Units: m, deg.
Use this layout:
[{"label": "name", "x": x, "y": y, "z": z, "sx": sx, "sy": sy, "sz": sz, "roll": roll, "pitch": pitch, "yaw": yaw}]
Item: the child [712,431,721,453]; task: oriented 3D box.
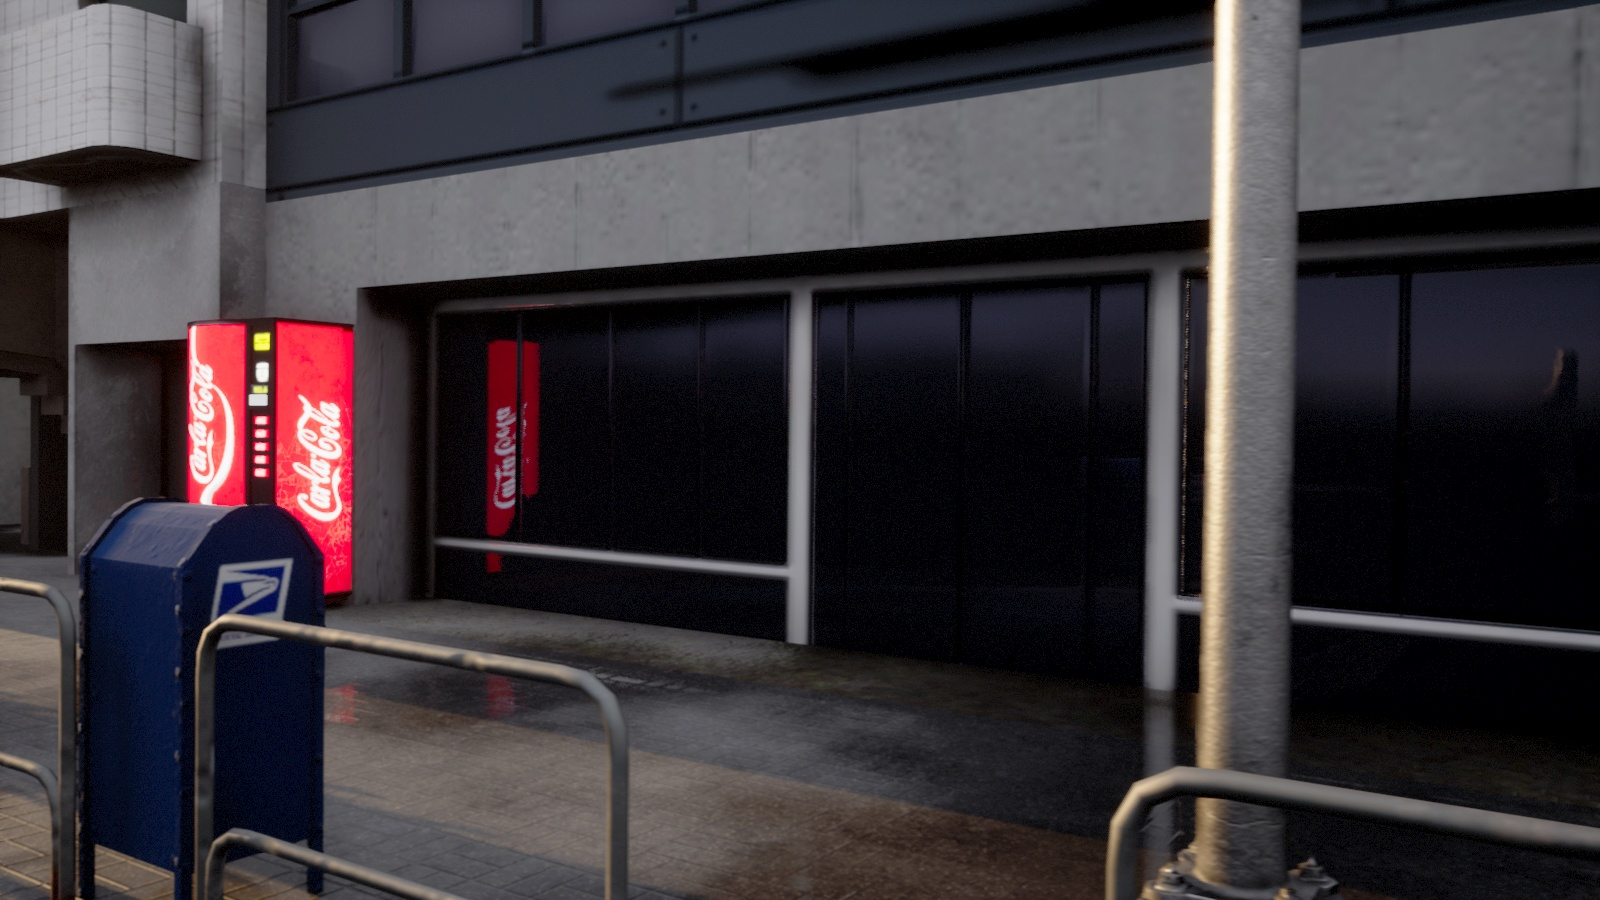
[{"label": "child", "x": -4.929, "y": -0.462, "z": 74.087, "sx": 0.270, "sy": 1.263, "sz": 0.437, "roll": 0, "pitch": 1, "yaw": 32}]
